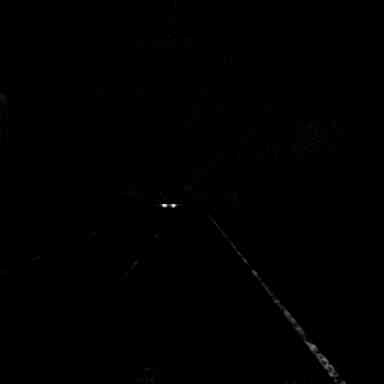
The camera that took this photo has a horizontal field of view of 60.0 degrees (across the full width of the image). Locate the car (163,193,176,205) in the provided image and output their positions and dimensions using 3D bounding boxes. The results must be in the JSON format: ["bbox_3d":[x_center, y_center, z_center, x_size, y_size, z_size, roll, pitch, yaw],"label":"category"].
[{"bbox_3d":[-4.138,1.200,60.997,2.150,2.045,5.566,0,0,-1],"label":"car"}]

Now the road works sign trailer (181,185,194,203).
[{"bbox_3d":[-0.750,0.441,68.399,2.380,3.560,2.880,0,0,-2],"label":"road works sign trailer"}]
